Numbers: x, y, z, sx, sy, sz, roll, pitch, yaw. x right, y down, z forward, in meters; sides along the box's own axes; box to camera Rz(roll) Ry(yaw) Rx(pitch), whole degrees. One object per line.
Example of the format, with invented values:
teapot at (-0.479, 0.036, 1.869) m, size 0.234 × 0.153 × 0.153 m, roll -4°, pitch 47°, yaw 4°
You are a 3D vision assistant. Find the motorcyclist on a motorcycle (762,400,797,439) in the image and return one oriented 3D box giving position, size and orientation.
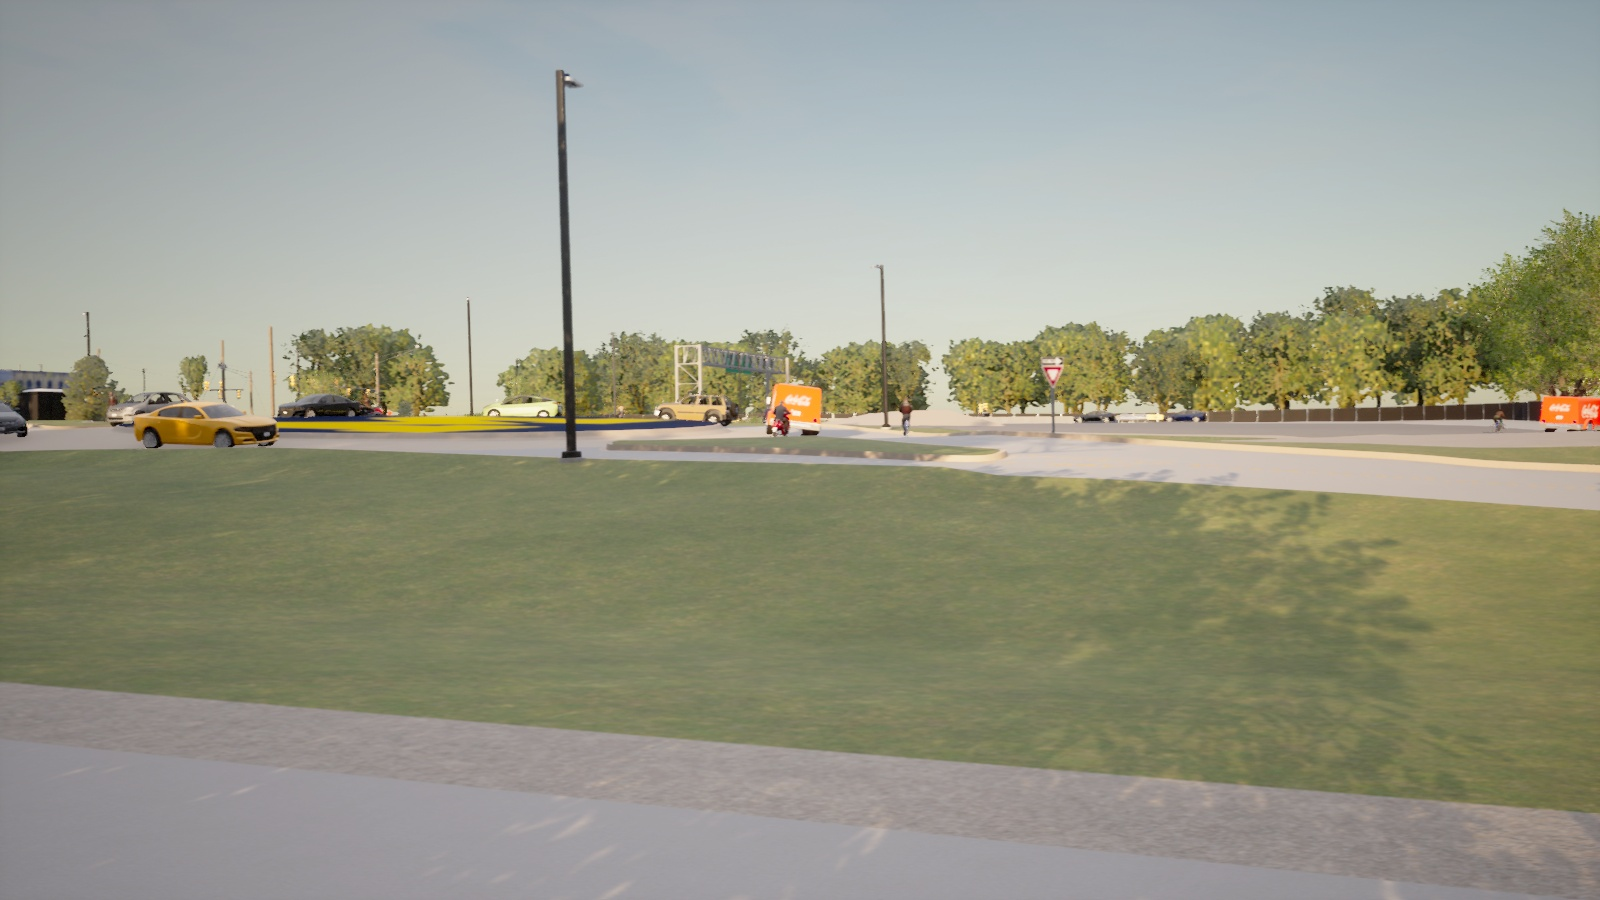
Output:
motorcyclist on a motorcycle at (-0.841, -1.277, 52.423) m, size 0.866 × 1.590 × 1.817 m, roll 3°, pitch 2°, yaw 17°

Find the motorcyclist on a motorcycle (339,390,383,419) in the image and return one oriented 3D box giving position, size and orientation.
motorcyclist on a motorcycle at (-25.747, -2.641, 73.661) m, size 2.350 × 1.649 × 0.766 m, roll -1°, pitch 0°, yaw -29°

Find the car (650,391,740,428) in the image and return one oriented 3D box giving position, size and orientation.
car at (-5.900, -2.282, 70.595) m, size 4.605 × 1.855 × 1.932 m, roll 3°, pitch 1°, yaw 17°

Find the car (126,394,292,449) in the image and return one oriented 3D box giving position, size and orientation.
car at (-19.310, -0.973, 41.024) m, size 5.008 × 1.535 × 1.882 m, roll 2°, pitch 7°, yaw 21°

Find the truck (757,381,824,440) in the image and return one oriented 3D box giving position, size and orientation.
truck at (-0.533, -1.905, 61.635) m, size 2.627 × 2.467 × 5.204 m, roll 7°, pitch 1°, yaw -5°

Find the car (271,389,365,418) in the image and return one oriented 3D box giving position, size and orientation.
car at (-26.414, -2.528, 69.036) m, size 1.882 × 1.535 × 5.008 m, roll 1°, pitch 2°, yaw 22°

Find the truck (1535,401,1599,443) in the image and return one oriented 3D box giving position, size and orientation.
truck at (49.911, -1.775, 80.587) m, size 5.204 × 2.467 × 2.627 m, roll 1°, pitch 3°, yaw -35°

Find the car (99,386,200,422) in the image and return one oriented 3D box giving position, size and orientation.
car at (-31.049, -2.237, 60.095) m, size 1.851 × 1.617 × 3.988 m, roll -1°, pitch 2°, yaw 22°

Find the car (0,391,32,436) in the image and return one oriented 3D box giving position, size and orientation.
car at (-31.779, -1.447, 49.336) m, size 1.812 × 1.442 × 4.674 m, roll -7°, pitch 9°, yaw -42°

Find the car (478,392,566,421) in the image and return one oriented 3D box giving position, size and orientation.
car at (-15.960, -2.515, 72.237) m, size 4.514 × 1.525 × 2.007 m, roll 1°, pitch 1°, yaw 2°
